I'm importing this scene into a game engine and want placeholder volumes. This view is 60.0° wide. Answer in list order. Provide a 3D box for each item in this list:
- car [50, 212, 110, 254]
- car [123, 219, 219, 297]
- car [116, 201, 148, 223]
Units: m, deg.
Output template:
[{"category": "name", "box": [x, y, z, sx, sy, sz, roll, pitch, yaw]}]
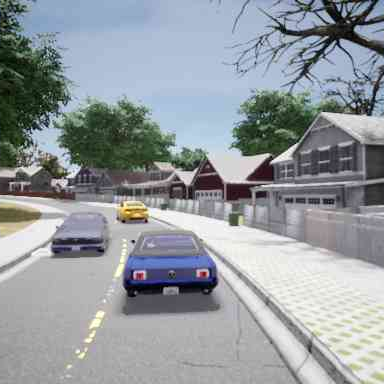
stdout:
[{"category": "car", "box": [-4.440, 1.554, 13.940, 2.033, 1.411, 5.357, 0, 0, -11]}, {"category": "car", "box": [-0.643, 1.616, 8.616, 1.895, 1.301, 4.718, 0, 0, -6]}, {"category": "car", "box": [-4.686, 1.455, 25.764, 1.882, 1.535, 5.008, 0, 0, -19]}]
